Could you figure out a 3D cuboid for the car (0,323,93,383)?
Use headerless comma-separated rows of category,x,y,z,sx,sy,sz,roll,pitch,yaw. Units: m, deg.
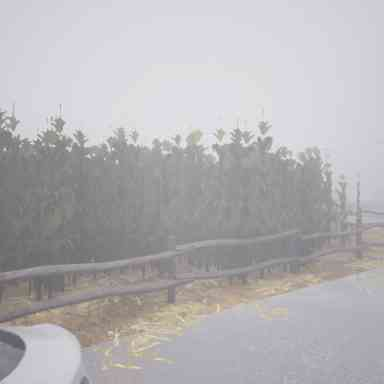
car,-2.789,1.525,1.489,4.674,1.442,1.812,0,0,-35
